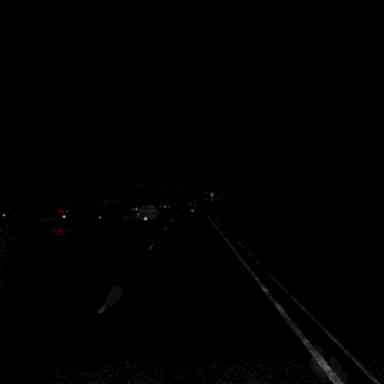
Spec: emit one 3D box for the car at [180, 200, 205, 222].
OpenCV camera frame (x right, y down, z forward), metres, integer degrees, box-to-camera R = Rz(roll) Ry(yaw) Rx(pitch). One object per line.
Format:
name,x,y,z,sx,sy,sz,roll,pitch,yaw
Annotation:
car,0.036,1.626,29.549,2.097,1.767,4.553,0,-1,0

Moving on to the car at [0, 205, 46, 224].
car,-13.954,1.806,27.281,2.033,1.411,5.357,0,-1,0

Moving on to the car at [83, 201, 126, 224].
car,-6.955,1.750,27.545,2.128,1.511,4.902,0,-1,0

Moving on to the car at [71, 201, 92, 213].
car,-14.906,1.986,45.034,1.994,1.385,4.181,0,-1,-8

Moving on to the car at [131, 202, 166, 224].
car,-3.461,1.779,27.121,1.812,1.442,4.674,0,0,0

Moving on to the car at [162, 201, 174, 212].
car,-3.488,1.969,45.314,2.033,1.411,5.357,0,-1,0

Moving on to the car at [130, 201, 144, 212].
car,-6.988,1.920,44.201,1.837,1.490,4.892,0,0,0

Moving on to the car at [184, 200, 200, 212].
car,0.006,1.932,47.555,2.128,1.511,4.902,0,-1,0

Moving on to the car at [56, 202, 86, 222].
car,-10.463,1.785,29.627,1.837,1.490,4.892,0,0,0
